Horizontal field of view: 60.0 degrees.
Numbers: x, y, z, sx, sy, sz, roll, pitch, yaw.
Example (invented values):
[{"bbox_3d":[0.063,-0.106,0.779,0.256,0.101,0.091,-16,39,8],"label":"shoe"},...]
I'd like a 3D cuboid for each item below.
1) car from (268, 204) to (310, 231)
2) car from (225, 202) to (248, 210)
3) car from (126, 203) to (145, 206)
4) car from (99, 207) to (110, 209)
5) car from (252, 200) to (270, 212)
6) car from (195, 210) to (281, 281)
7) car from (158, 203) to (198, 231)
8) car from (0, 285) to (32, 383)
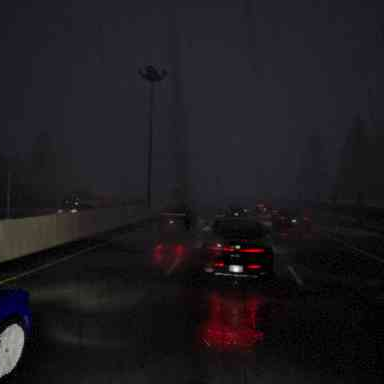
[{"bbox_3d":[6.517,1.749,22.281,1.994,1.385,4.181,2,0,8],"label":"car"},{"bbox_3d":[3.888,1.614,29.246,1.812,1.442,4.674,2,0,7],"label":"car"},{"bbox_3d":[-6.115,1.312,36.010,1.994,1.385,4.181,2,0,6],"label":"car"},{"bbox_3d":[-9.872,1.103,33.746,1.882,1.535,5.008,2,0,6],"label":"car"},{"bbox_3d":[8.290,1.723,39.606,1.837,1.490,4.892,2,0,3],"label":"car"},{"bbox_3d":[1.354,1.535,10.104,1.837,1.490,4.892,2,0,8],"label":"car"},{"bbox_3d":[-0.779,1.437,20.495,2.128,1.511,4.902,2,0,8],"label":"car"},{"bbox_3d":[-3.217,1.367,2.341,1.882,1.535,5.008,2,0,8],"label":"car"}]
